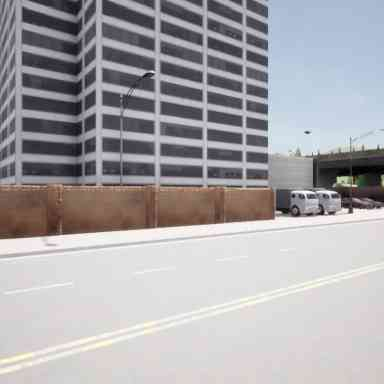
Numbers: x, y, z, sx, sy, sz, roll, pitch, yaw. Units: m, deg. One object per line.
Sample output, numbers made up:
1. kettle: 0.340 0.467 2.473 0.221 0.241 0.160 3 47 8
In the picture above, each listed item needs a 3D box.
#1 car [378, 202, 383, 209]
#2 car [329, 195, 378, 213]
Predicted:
1. car: 22.980 1.507 44.099 1.994 1.385 4.181 0 0 -36
2. car: 20.252 1.469 41.897 1.812 1.442 4.674 0 0 -36
